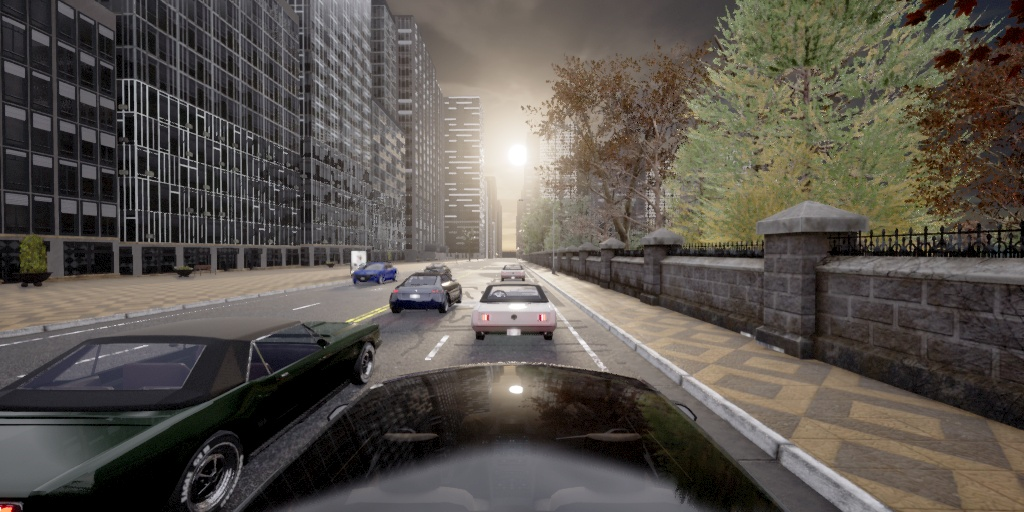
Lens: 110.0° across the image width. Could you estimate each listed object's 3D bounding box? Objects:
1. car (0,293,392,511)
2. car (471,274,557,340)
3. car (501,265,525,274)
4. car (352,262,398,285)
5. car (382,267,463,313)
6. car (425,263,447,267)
[{"bbox_3d":[-3.149,1.350,4.068,1.895,1.301,4.718,0,0,0],"label":"car"},{"bbox_3d":[0.061,1.349,9.921,1.895,1.301,4.718,0,0,0],"label":"car"},{"bbox_3d":[0.089,1.350,29.295,1.895,1.301,4.718,0,0,0],"label":"car"},{"bbox_3d":[-9.844,1.226,26.130,1.882,1.535,5.008,0,0,0],"label":"car"},{"bbox_3d":[-3.164,1.311,13.918,1.994,1.385,4.181,0,0,2],"label":"car"},{"bbox_3d":[-6.588,1.314,31.641,1.994,1.385,4.181,0,0,0],"label":"car"}]
